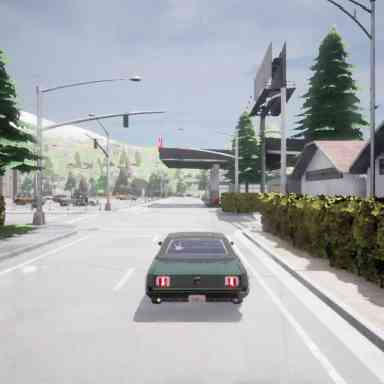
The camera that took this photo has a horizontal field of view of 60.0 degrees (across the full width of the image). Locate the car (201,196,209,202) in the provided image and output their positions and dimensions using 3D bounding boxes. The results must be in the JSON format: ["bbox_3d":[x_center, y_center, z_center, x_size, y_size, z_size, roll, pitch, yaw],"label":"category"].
[{"bbox_3d":[3.490,1.542,73.108,2.033,1.411,5.357,0,0,-14],"label":"car"}]

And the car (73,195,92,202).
[{"bbox_3d":[-24.004,1.319,72.971,3.633,1.501,1.845,0,0,0],"label":"car"}]

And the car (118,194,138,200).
[{"bbox_3d":[-16.394,1.330,84.859,5.027,1.636,2.152,0,0,0],"label":"car"}]

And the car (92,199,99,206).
[{"bbox_3d":[-16.158,1.361,50.602,3.806,1.475,1.970,0,0,0],"label":"car"}]

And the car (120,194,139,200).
[{"bbox_3d":[-16.463,1.339,87.995,4.514,1.523,2.007,0,0,0],"label":"car"}]

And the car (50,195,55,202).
[{"bbox_3d":[-23.992,1.298,62.979,4.514,1.523,2.007,0,0,0],"label":"car"}]

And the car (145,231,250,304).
[{"bbox_3d":[0.099,1.601,8.088,1.895,1.301,4.718,0,0,0],"label":"car"}]

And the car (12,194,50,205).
[{"bbox_3d":[-24.637,1.097,50.518,4.605,1.855,1.932,0,0,0],"label":"car"}]

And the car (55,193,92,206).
[{"bbox_3d":[-16.751,1.077,47.274,3.866,1.878,1.905,0,0,0],"label":"car"}]

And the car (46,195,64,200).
[{"bbox_3d":[-35.060,1.384,84.905,3.806,1.475,1.970,0,0,0],"label":"car"}]
